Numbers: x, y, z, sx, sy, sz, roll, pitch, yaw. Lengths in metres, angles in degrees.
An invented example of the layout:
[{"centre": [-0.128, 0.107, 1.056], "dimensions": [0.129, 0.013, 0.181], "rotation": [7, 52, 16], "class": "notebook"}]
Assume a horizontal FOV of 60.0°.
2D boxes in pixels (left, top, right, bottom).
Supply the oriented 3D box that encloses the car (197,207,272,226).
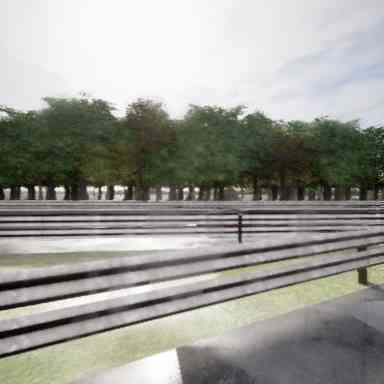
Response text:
[{"centre": [2.375, 1.571, 18.896], "dimensions": [4.181, 1.385, 1.994], "rotation": [0, 0, -11], "class": "car"}]
